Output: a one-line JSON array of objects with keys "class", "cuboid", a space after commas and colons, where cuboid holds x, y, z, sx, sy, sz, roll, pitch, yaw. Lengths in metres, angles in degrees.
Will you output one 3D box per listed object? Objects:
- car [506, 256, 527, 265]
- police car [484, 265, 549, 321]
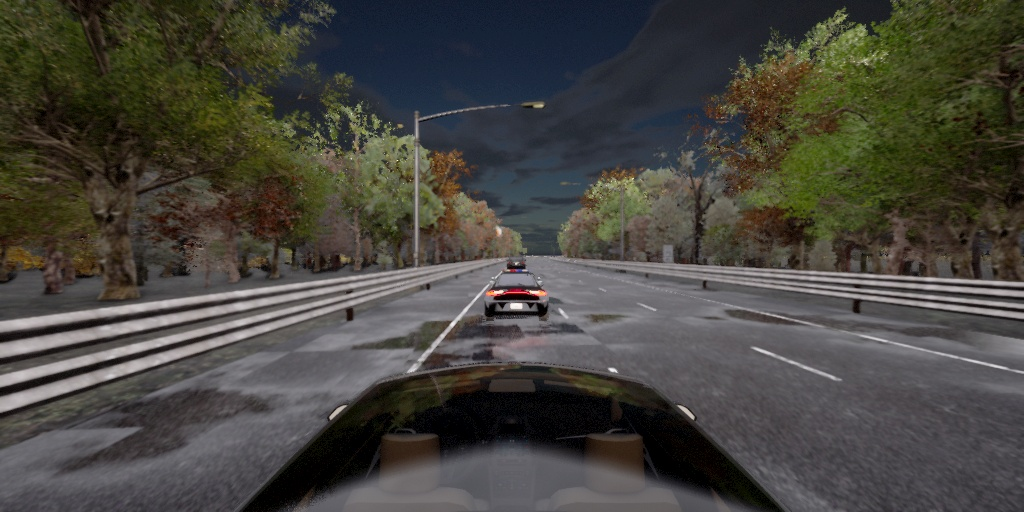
[{"class": "car", "cuboid": [0.517, 0.968, 42.152, 2.150, 2.045, 5.566, 0, 0, 1]}, {"class": "police car", "cuboid": [0.144, 1.254, 12.649, 2.038, 1.542, 4.974, 0, 0, 0]}]
